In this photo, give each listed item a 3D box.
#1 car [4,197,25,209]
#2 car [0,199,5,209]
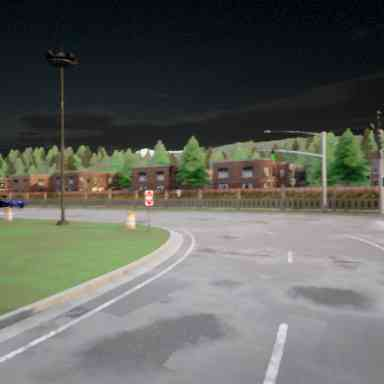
[{"bbox_3d":[-30.045,1.792,55.197,5.566,2.045,2.150,-1,0,32],"label":"car"},{"bbox_3d":[-32.404,2.133,52.545,5.357,1.411,2.033,-1,0,32],"label":"car"}]
